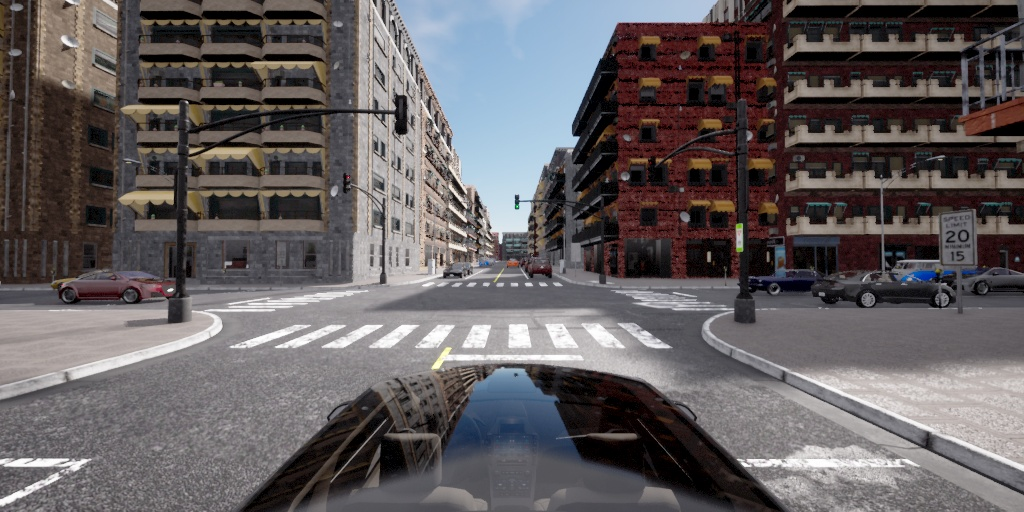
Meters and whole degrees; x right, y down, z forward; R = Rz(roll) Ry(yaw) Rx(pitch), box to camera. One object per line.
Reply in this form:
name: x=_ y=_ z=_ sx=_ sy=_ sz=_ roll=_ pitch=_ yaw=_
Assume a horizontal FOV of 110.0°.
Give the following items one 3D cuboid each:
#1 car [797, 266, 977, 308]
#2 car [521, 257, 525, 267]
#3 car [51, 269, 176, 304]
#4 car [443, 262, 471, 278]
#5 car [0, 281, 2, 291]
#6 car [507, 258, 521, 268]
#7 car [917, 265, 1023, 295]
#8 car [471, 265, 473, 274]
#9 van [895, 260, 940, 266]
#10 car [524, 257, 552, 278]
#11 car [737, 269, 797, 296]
car: x=13.757 y=1.187 z=13.378 sx=4.403 sy=1.370 sz=2.007 roll=0 pitch=0 yaw=0
car: x=2.607 y=1.094 z=44.805 sx=2.192 sy=1.841 sz=5.009 roll=0 pitch=0 yaw=0
car: x=-17.194 y=1.342 z=15.962 sx=4.181 sy=1.385 sz=1.994 roll=0 pitch=-1 yaw=0
car: x=-5.284 y=1.333 z=33.644 sx=1.948 sy=1.339 sz=4.313 roll=0 pitch=0 yaw=0
car: x=-26.682 y=1.029 z=16.001 sx=5.566 sy=2.045 sz=2.150 roll=0 pitch=-1 yaw=0
car: x=0.157 y=1.188 z=63.715 sx=2.097 sy=1.767 sz=4.553 roll=0 pitch=0 yaw=0
car: x=24.574 y=1.291 z=18.772 sx=4.181 sy=1.385 sz=1.994 roll=0 pitch=-1 yaw=0
car: x=-5.279 y=1.338 z=39.205 sx=1.948 sy=1.339 sz=4.313 roll=0 pitch=0 yaw=0
van: x=24.922 y=1.118 z=21.220 sx=3.998 sy=1.789 sz=1.690 roll=0 pitch=0 yaw=0
car: x=2.597 y=1.082 z=33.682 sx=2.192 sy=1.841 sz=5.009 roll=0 pitch=0 yaw=0
car: x=14.568 y=1.350 z=18.803 sx=4.718 sy=1.301 sz=1.895 roll=0 pitch=-1 yaw=-2
